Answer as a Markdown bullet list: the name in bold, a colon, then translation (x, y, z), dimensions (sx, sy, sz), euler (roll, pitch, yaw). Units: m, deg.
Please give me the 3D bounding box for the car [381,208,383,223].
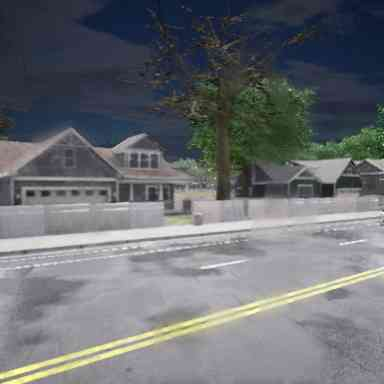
- **car**: translation (14.940, 1.145, 22.320), dimensions (5.566, 2.045, 2.150), euler (-1, 1, -36)
